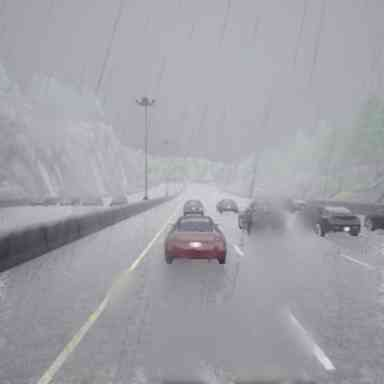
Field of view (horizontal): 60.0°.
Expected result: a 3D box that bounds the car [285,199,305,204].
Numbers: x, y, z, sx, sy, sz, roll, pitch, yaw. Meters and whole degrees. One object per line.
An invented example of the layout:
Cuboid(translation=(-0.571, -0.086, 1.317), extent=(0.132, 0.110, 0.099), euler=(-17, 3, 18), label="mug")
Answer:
Cuboid(translation=(10.633, 1.410, 34.090), extent=(1.812, 1.442, 4.674), euler=(0, 0, 0), label="car")

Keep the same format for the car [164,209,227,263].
Cuboid(translation=(0.110, 1.523, 11.871), extent=(1.994, 1.385, 4.181), euler=(0, 0, 0), label="car")

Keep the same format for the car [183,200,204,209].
Cuboid(translation=(0.129, 1.444, 29.961), extent=(2.033, 1.411, 5.357), euler=(0, 0, 0), label="car")

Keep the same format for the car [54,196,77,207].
Cuboid(translation=(-17.517, 1.325, 48.027), extent=(2.128, 1.511, 4.902), euler=(0, 0, 0), label="car")

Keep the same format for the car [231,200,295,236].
Cuboid(translation=(3.616, 1.430, 17.910), extent=(2.128, 1.511, 4.902), euler=(0, 0, 0), label="car")

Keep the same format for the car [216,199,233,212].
Cuboid(translation=(3.633, 1.445, 34.913), extent=(1.994, 1.385, 4.181), euler=(0, 0, 0), label="car")

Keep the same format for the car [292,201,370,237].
Cuboid(translation=(7.116, 1.445, 17.702), extent=(1.837, 1.490, 4.892), euler=(0, 0, 0), label="car")

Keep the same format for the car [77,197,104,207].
Cuboid(translation=(-14.023, 1.384, 47.221), extent=(2.033, 1.411, 5.357), euler=(0, 0, 0), label="car")

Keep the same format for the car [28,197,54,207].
Cuboid(translation=(-21.019, 1.383, 47.071), extent=(2.033, 1.411, 5.357), euler=(0, 0, 1), label="car")

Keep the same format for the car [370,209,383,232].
Cuboid(translation=(10.616, 1.435, 16.784), extent=(2.128, 1.511, 4.902), euler=(0, 0, 0), label="car")

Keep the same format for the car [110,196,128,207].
Cuboid(translation=(-10.517, 1.340, 48.342), extent=(1.837, 1.490, 4.892), euler=(0, 0, 0), label="car")
